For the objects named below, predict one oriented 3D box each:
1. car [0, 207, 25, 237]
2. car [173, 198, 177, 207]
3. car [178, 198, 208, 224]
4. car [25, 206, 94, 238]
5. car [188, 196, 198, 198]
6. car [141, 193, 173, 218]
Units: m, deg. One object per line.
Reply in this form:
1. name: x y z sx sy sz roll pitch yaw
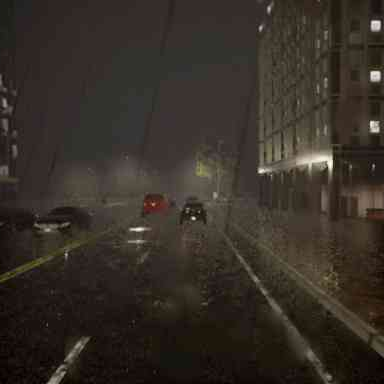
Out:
1. car: -9.773 1.515 17.500 1.994 1.385 4.181 0 0 0
2. car: -3.157 1.453 46.623 1.895 1.301 4.718 0 0 0
3. car: 0.097 1.438 23.781 1.837 1.490 4.892 0 0 0
4. car: -6.521 1.476 17.399 1.812 1.442 4.674 0 0 0
5. car: 0.094 1.333 45.752 1.882 1.535 5.008 0 0 0
6. car: -3.147 1.133 29.517 2.150 2.045 5.566 0 0 -1
